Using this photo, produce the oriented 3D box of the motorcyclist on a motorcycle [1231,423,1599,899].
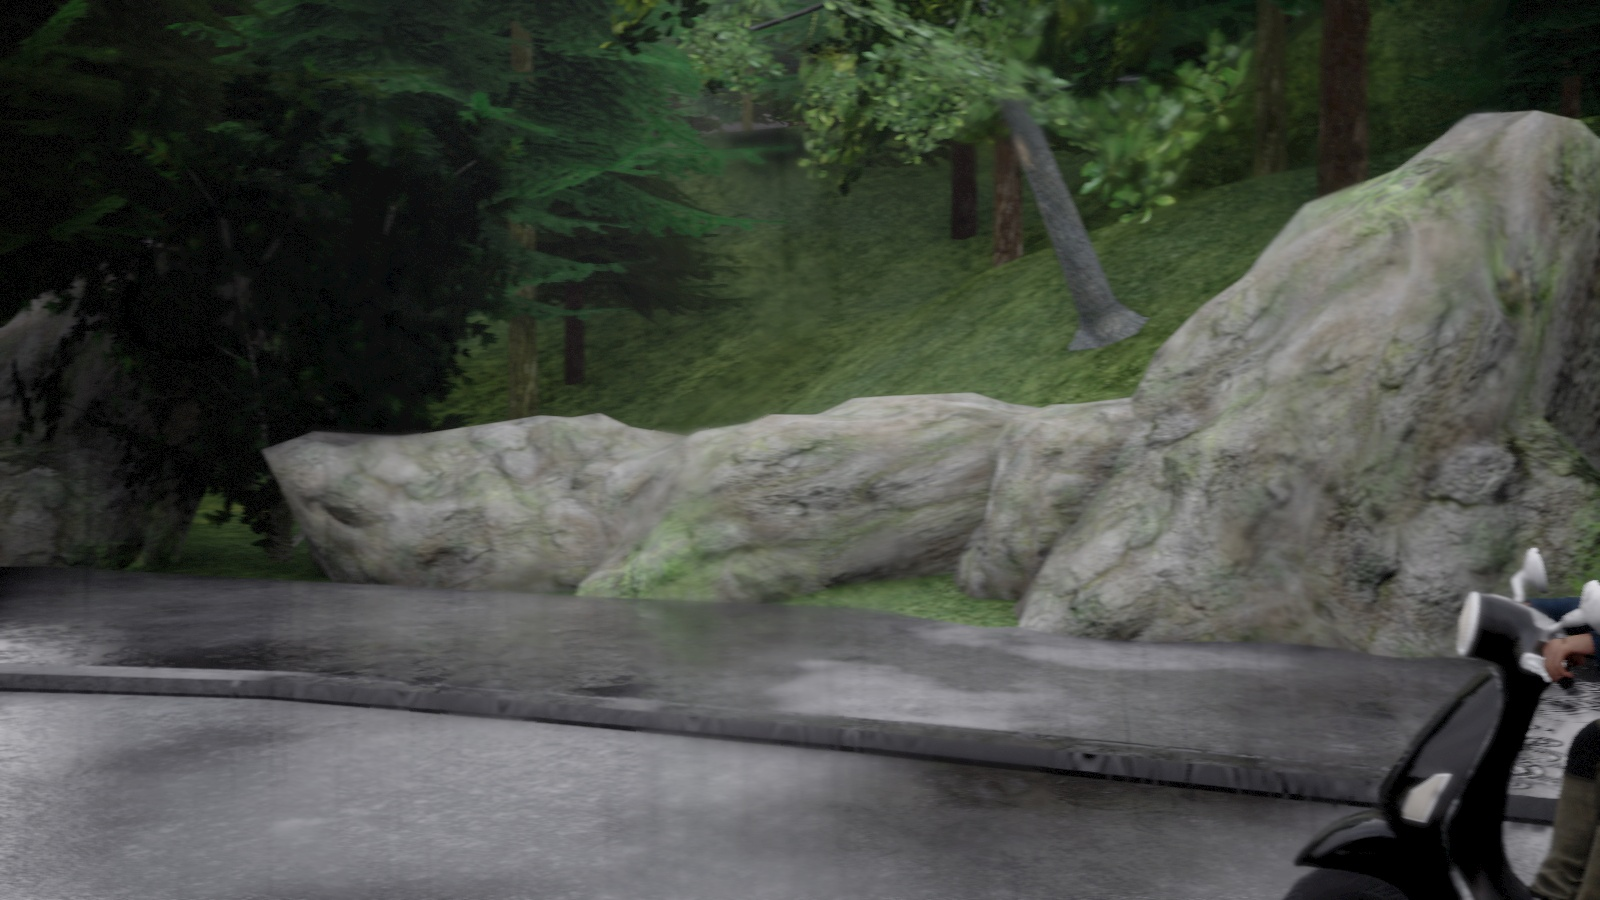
[{"bbox_3d":[2.028,0.735,3.030,1.817,1.590,0.866,1,1,22],"label":"motorcyclist on a motorcycle"}]
